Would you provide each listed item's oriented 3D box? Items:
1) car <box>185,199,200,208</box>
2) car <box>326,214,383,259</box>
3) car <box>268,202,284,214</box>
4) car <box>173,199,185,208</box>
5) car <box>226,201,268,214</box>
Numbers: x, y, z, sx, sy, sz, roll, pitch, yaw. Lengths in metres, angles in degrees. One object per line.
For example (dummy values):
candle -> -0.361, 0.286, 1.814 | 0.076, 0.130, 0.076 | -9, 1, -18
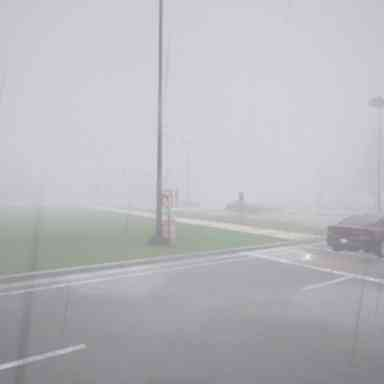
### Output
car -> -0.562, 1.862, 54.612 | 1.994, 1.385, 4.181 | 1, 0, -35
car -> 7.467, 1.609, 13.384 | 5.008, 1.535, 1.882 | 0, 0, -35
car -> 8.940, 1.896, 40.827 | 1.895, 1.301, 4.718 | 1, 0, -35
car -> -3.430, 1.844, 52.605 | 1.994, 1.385, 4.181 | 1, 0, -35
car -> 6.062, 1.740, 38.842 | 1.882, 1.535, 5.008 | 1, 0, -35
